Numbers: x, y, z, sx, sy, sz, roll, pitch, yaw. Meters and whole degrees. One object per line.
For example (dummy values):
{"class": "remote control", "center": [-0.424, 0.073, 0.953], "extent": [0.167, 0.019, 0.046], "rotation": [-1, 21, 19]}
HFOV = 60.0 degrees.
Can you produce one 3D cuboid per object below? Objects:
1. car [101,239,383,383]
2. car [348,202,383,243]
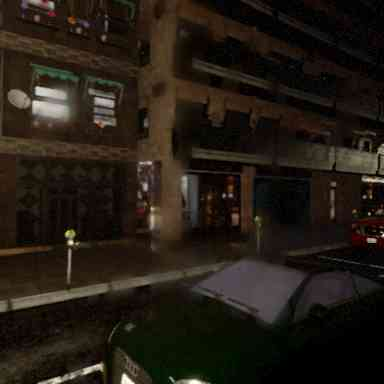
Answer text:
{"class": "car", "center": [1.055, 1.540, 4.135], "extent": [4.181, 1.385, 1.994], "rotation": [-1, 0, -36]}
{"class": "car", "center": [7.801, 1.216, 12.116], "extent": [5.009, 1.841, 2.192], "rotation": [-1, 2, -36]}
